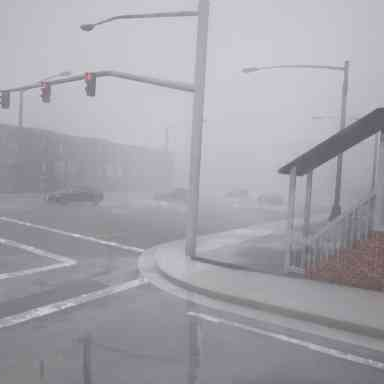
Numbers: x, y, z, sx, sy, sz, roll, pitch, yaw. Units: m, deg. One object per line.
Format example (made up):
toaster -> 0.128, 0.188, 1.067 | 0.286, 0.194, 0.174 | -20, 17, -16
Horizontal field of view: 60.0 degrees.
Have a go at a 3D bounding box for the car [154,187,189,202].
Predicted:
car -> -2.141, 0.235, 36.697 | 1.837, 1.490, 4.892 | 5, 3, 36

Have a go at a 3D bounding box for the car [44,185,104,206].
car -> -9.343, 0.219, 26.680 | 2.128, 1.511, 4.902 | 5, 3, 36

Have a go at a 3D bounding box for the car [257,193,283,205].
car -> 9.618, 0.781, 40.768 | 1.994, 1.385, 4.181 | 5, 3, 36

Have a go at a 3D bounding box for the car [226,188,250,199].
car -> 6.838, 0.247, 49.058 | 1.837, 1.490, 4.892 | 5, 2, 36
